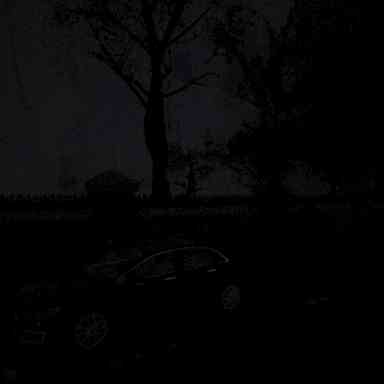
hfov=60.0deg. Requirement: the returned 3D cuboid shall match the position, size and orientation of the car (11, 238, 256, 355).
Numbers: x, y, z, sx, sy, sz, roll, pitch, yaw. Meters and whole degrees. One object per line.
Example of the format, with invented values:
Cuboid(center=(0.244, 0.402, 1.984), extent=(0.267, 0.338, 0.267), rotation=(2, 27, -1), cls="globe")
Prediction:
Cuboid(center=(-0.764, 1.571, 6.015), extent=(4.403, 1.369, 2.008), rotation=(0, 0, -35), cls="car")
